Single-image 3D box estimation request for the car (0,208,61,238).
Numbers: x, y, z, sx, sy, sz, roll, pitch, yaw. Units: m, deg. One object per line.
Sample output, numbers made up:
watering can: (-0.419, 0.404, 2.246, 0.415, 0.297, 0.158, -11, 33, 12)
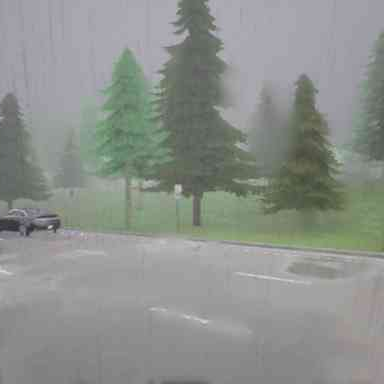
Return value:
car: (-9.479, 1.647, 18.927, 4.902, 1.511, 2.128, -1, 0, 34)
